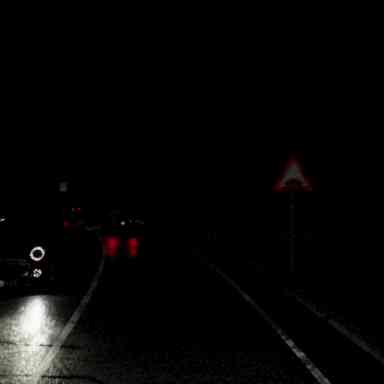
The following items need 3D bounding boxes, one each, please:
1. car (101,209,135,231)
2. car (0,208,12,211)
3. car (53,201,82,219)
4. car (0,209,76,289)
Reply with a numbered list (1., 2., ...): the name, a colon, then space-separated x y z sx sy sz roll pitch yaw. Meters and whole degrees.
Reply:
1. car: -5.194 1.895 23.163 1.812 1.442 4.674 -1 -3 -21
2. car: -27.410 3.154 49.124 2.033 1.411 5.357 -3 0 -34
3. car: -14.563 2.120 38.348 2.150 2.045 5.566 -3 0 -37
4. car: -4.915 1.551 9.785 2.097 1.767 4.553 -1 -1 -12
